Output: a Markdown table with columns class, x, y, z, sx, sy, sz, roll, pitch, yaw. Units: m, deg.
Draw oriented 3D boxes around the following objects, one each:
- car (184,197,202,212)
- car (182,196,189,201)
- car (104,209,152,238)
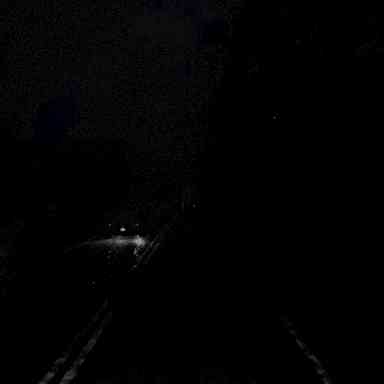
| class | x | y | z | sx | sy | sz | roll | pitch | yaw |
| --- | --- | --- | --- | --- | --- | --- | --- | --- | --- |
| car | 0.300 | 1.770 | 42.491 | 2.033 | 1.411 | 5.357 | 0 | 0 | 1 |
| car | -1.624 | 1.849 | 95.370 | 2.128 | 1.511 | 4.902 | 0 | 0 | 2 |
| car | -3.337 | 1.627 | 17.987 | 1.994 | 1.385 | 4.181 | 0 | 0 | 0 |
